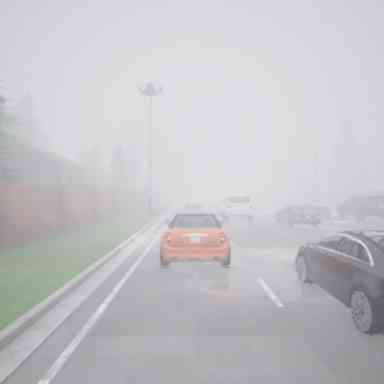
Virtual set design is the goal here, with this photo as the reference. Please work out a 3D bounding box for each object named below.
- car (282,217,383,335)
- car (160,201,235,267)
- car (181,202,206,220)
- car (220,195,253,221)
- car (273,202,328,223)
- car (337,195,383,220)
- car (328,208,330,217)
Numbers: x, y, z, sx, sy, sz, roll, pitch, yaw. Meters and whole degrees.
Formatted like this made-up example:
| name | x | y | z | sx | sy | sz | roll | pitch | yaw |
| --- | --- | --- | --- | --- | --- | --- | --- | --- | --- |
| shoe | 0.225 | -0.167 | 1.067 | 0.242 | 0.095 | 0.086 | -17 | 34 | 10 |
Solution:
| name | x | y | z | sx | sy | sz | roll | pitch | yaw |
| --- | --- | --- | --- | --- | --- | --- | --- | --- | --- |
| car | 3.595 | 1.500 | 6.695 | 2.128 | 1.511 | 4.902 | 0 | 0 | 0 |
| car | 0.097 | 1.368 | 11.567 | 2.097 | 1.767 | 4.553 | 0 | 0 | 0 |
| car | 0.095 | 1.601 | 28.958 | 1.994 | 1.385 | 4.181 | 0 | 0 | 0 |
| car | 3.596 | 1.256 | 27.355 | 2.150 | 2.045 | 5.566 | 0 | 0 | 0 |
| car | 7.096 | 1.577 | 22.856 | 2.033 | 1.411 | 5.357 | 0 | 0 | 0 |
| car | 14.096 | 1.257 | 27.429 | 2.150 | 2.045 | 5.566 | 0 | 0 | 0 |
| car | 10.596 | 1.563 | 29.323 | 1.812 | 1.442 | 4.674 | 0 | 0 | 0 |
